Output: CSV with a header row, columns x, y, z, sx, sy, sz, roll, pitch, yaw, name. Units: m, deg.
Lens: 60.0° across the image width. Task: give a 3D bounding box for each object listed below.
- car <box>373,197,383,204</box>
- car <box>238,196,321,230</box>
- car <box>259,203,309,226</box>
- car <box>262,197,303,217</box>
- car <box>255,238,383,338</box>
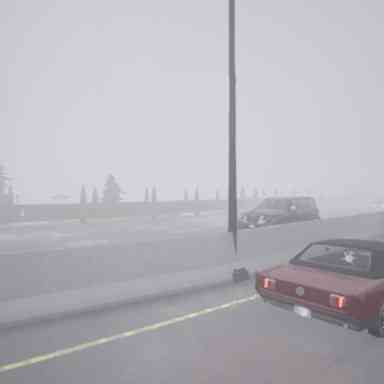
x,y,z,sx,sy,sz,roll,pitch,yaw,name
35.598,1.621,62.677,1.895,1.301,4.718,0,0,41,car
4.755,1.247,17.531,5.566,2.045,2.150,0,0,-45,car
6.965,1.601,24.899,1.994,1.385,4.181,0,0,42,car
8.837,1.400,32.277,2.097,1.767,4.553,0,0,41,car
3.465,1.606,6.689,4.718,1.301,1.895,0,0,-40,car
